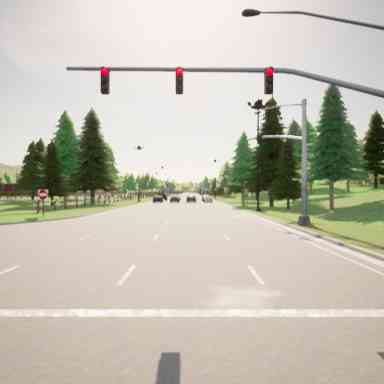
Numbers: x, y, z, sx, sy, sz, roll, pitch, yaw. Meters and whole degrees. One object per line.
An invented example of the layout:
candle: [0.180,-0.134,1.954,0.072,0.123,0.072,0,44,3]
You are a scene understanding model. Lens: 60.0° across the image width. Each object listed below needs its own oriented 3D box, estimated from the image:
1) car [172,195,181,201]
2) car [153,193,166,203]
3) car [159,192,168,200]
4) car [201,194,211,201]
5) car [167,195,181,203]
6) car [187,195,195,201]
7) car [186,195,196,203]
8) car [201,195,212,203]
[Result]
car: [-3.680,1.443,80.869,1.895,1.301,4.718,0,0,0]
car: [-7.157,1.483,70.411,1.882,1.535,5.008,0,0,0]
car: [-7.180,1.073,80.861,2.150,2.045,5.566,0,0,0]
car: [3.320,1.373,80.855,2.128,1.511,4.902,0,0,0]
car: [-3.657,1.505,70.419,1.837,1.490,4.892,0,0,0]
car: [-0.180,1.401,80.847,1.994,1.385,4.181,0,0,0]
car: [-0.158,1.360,70.780,2.097,1.767,4.553,0,0,0]
car: [3.342,1.531,70.851,1.812,1.442,4.674,0,0,0]
